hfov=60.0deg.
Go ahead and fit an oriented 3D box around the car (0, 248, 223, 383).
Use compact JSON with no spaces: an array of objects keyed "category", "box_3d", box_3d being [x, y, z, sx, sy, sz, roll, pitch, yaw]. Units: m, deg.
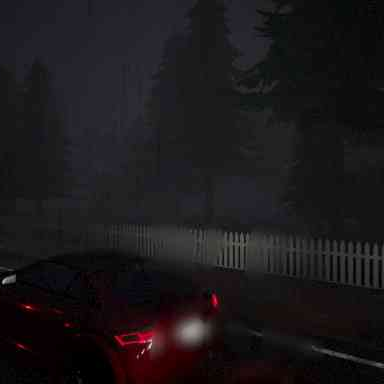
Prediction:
[{"category":"car","box_3d":[-1.644,1.564,4.963,4.181,1.385,1.994,0,0,35]}]
